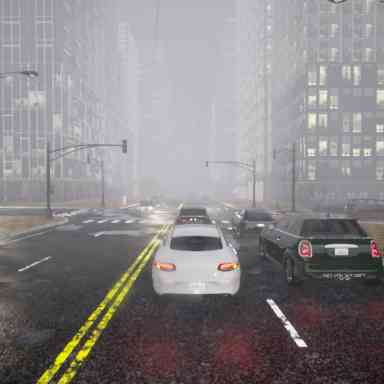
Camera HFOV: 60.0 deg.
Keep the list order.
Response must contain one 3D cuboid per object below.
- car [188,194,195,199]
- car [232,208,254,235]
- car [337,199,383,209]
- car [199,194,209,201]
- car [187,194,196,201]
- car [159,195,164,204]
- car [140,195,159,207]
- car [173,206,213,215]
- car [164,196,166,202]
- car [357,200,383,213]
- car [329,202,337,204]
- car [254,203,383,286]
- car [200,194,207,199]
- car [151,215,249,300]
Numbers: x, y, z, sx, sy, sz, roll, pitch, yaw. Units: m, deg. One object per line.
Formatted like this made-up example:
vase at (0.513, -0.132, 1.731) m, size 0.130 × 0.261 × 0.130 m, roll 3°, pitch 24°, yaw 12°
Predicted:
car at (-0.228, 1.216, 90.840) m, size 1.882 × 1.535 × 5.008 m, roll 0°, pitch 0°, yaw 0°
car at (3.304, 1.554, 17.921) m, size 1.994 × 1.385 × 4.181 m, roll 0°, pitch 0°, yaw 0°
car at (16.127, 1.518, 29.674) m, size 5.009 × 1.841 × 2.192 m, roll 1°, pitch 0°, yaw 1°
car at (3.049, 1.392, 80.430) m, size 1.882 × 1.535 × 5.008 m, roll 0°, pitch 0°, yaw 0°
car at (-0.202, 1.414, 80.423) m, size 1.837 × 1.490 × 4.892 m, roll 0°, pitch 0°, yaw 0°
car at (-6.722, 1.427, 61.174) m, size 1.882 × 1.535 × 5.008 m, roll 0°, pitch 0°, yaw 1°
car at (-6.718, 1.526, 50.850) m, size 1.994 × 1.385 × 4.181 m, roll 0°, pitch 0°, yaw 0°
car at (0.057, 1.495, 17.507) m, size 1.837 × 1.490 × 4.892 m, roll 0°, pitch 0°, yaw 0°
car at (-6.681, 1.413, 71.549) m, size 1.882 × 1.535 × 5.008 m, roll 0°, pitch 0°, yaw 0°
car at (21.715, 1.641, 37.974) m, size 4.829 × 1.417 × 1.752 m, roll 1°, pitch 0°, yaw 1°
car at (15.066, 1.701, 35.460) m, size 4.718 × 1.301 × 1.895 m, roll 0°, pitch 1°, yaw 0°
car at (3.327, 1.348, 9.534) m, size 2.097 × 1.767 × 4.553 m, roll 0°, pitch 0°, yaw 0°
car at (3.022, 1.262, 90.848) m, size 1.812 × 1.442 × 4.674 m, roll 0°, pitch 0°, yaw 0°
car at (0.081, 1.522, 8.258) m, size 1.812 × 1.442 × 4.674 m, roll 0°, pitch 0°, yaw 0°
